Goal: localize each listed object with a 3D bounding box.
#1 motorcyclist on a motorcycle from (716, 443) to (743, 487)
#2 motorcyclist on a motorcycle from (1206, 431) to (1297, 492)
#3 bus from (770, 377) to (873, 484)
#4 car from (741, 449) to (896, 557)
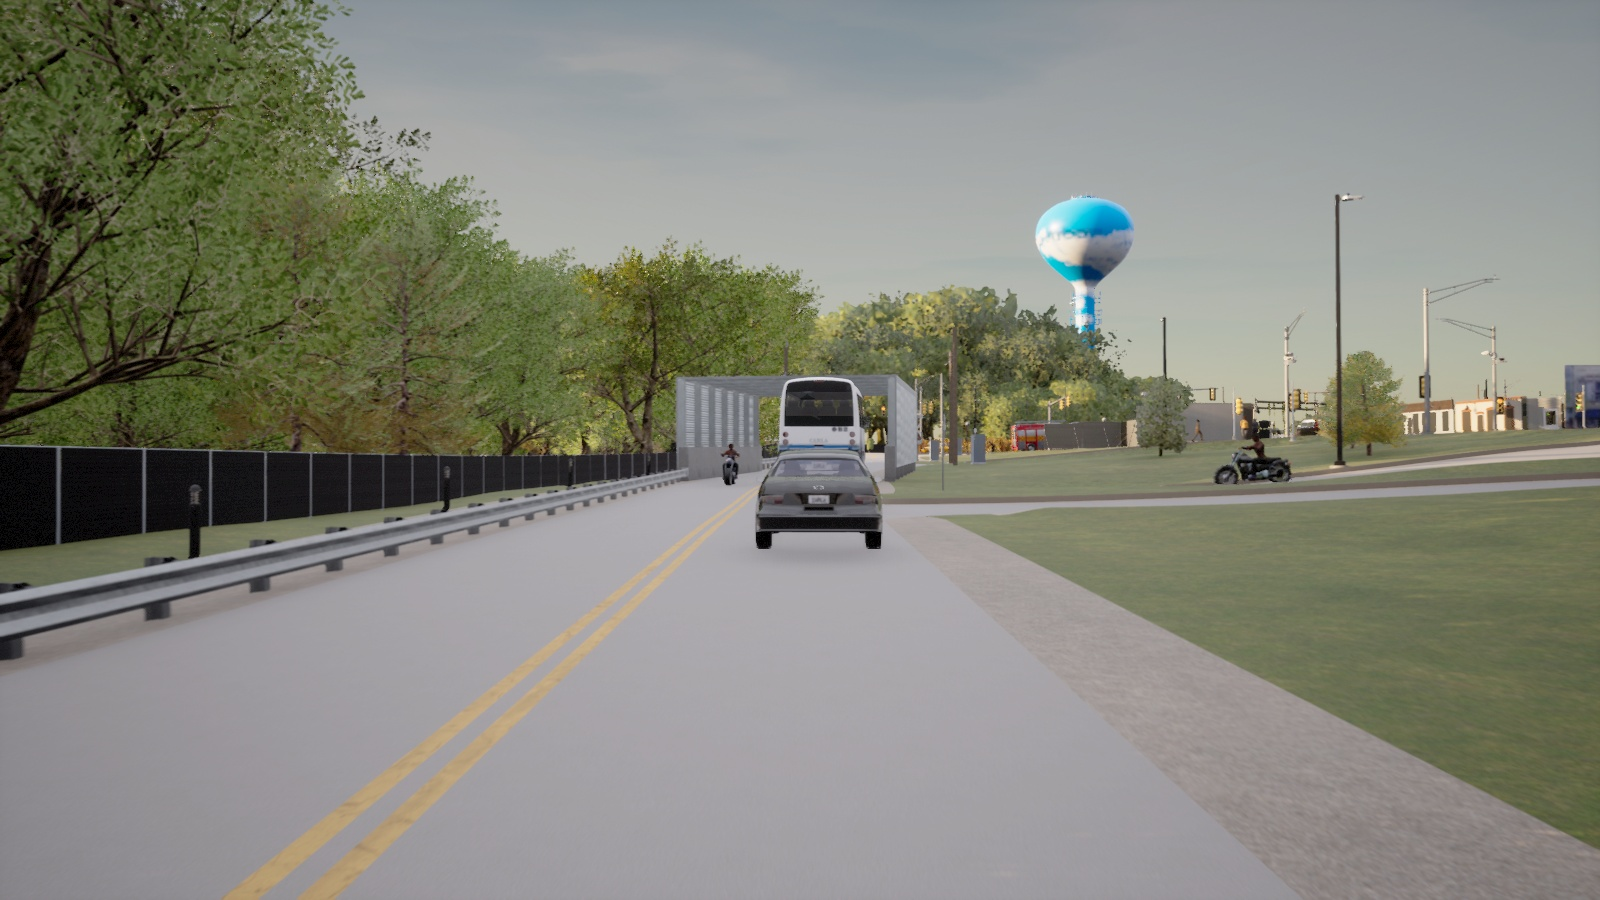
[{"bbox_3d":[-2.666,0.551,47.732,0.766,1.649,2.350,0,0,2],"label":"motorcyclist on a motorcycle"},{"bbox_3d":[13.568,0.351,37.778,2.350,1.649,0.766,-4,-1,-2],"label":"motorcyclist on a motorcycle"},{"bbox_3d":[1.165,-0.812,55.462,3.944,4.253,10.273,0,0,4],"label":"bus"},{"bbox_3d":[0.285,0.695,19.221,2.033,1.411,5.357,0,0,1],"label":"car"}]
